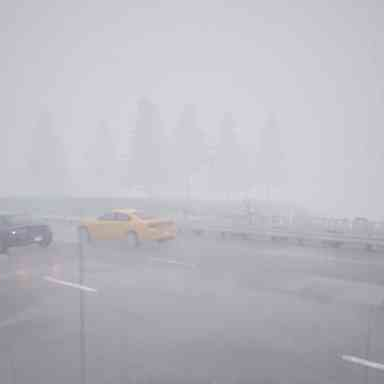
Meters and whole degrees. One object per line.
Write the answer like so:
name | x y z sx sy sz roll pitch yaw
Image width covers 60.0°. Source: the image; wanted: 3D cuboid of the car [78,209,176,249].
car | -3.021 1.502 14.749 5.008 1.535 1.882 0 0 36

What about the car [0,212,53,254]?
car | -7.588 1.558 13.705 4.674 1.442 1.812 0 0 36
